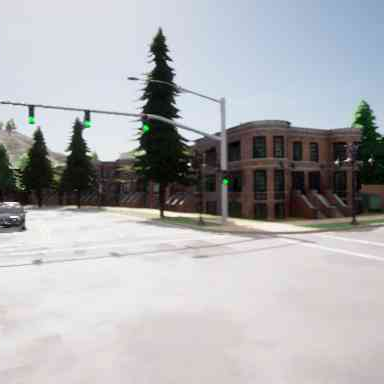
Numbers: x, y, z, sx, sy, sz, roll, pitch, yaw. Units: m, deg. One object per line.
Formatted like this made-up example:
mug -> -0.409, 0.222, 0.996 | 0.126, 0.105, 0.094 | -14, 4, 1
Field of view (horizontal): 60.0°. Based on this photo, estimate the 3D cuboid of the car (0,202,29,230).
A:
car -> -11.978, 1.648, 21.913 | 1.837, 1.490, 4.892 | -1, 0, -27
